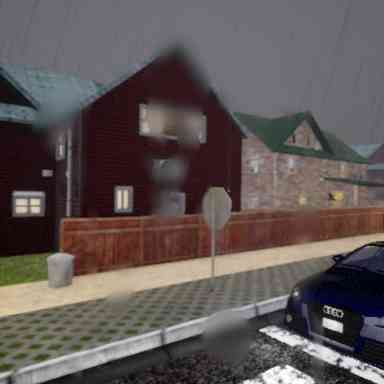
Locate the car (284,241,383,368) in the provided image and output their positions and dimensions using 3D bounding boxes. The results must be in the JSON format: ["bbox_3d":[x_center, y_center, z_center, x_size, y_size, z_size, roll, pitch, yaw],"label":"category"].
[{"bbox_3d":[3.467,1.575,5.549,4.181,1.385,1.994,0,0,-36],"label":"car"}]
